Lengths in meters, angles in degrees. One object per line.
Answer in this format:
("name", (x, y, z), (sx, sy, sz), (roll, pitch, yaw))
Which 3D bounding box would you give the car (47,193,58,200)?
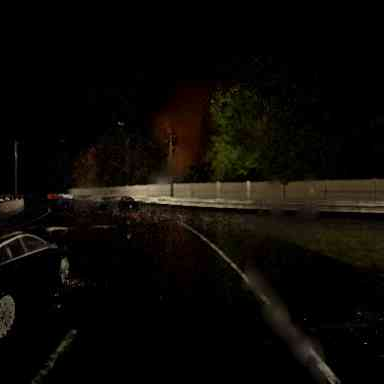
("car", (-34.267, 0.991, 82.088), (2.097, 1.767, 4.553), (0, 0, -34))

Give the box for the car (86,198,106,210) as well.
("car", (-11.588, 1.448, 40.223), (1.994, 1.385, 4.181), (0, 0, -22))

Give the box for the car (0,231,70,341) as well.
("car", (-3.829, 1.483, 6.350), (2.128, 1.511, 4.902), (0, 0, -4))

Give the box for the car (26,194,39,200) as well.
("car", (-38.592, 1.209, 79.684), (5.357, 1.411, 2.033), (0, 0, 41))

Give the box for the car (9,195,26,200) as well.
("car", (-41.013, 1.289, 77.155), (4.718, 1.301, 1.895), (0, 0, 41))

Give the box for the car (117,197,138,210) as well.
("car", (-7.876, 1.370, 40.371), (1.837, 1.490, 4.892), (0, 1, -21))

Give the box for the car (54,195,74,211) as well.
("car", (-15.288, 1.430, 40.016), (1.812, 1.442, 4.674), (0, 0, -22))
